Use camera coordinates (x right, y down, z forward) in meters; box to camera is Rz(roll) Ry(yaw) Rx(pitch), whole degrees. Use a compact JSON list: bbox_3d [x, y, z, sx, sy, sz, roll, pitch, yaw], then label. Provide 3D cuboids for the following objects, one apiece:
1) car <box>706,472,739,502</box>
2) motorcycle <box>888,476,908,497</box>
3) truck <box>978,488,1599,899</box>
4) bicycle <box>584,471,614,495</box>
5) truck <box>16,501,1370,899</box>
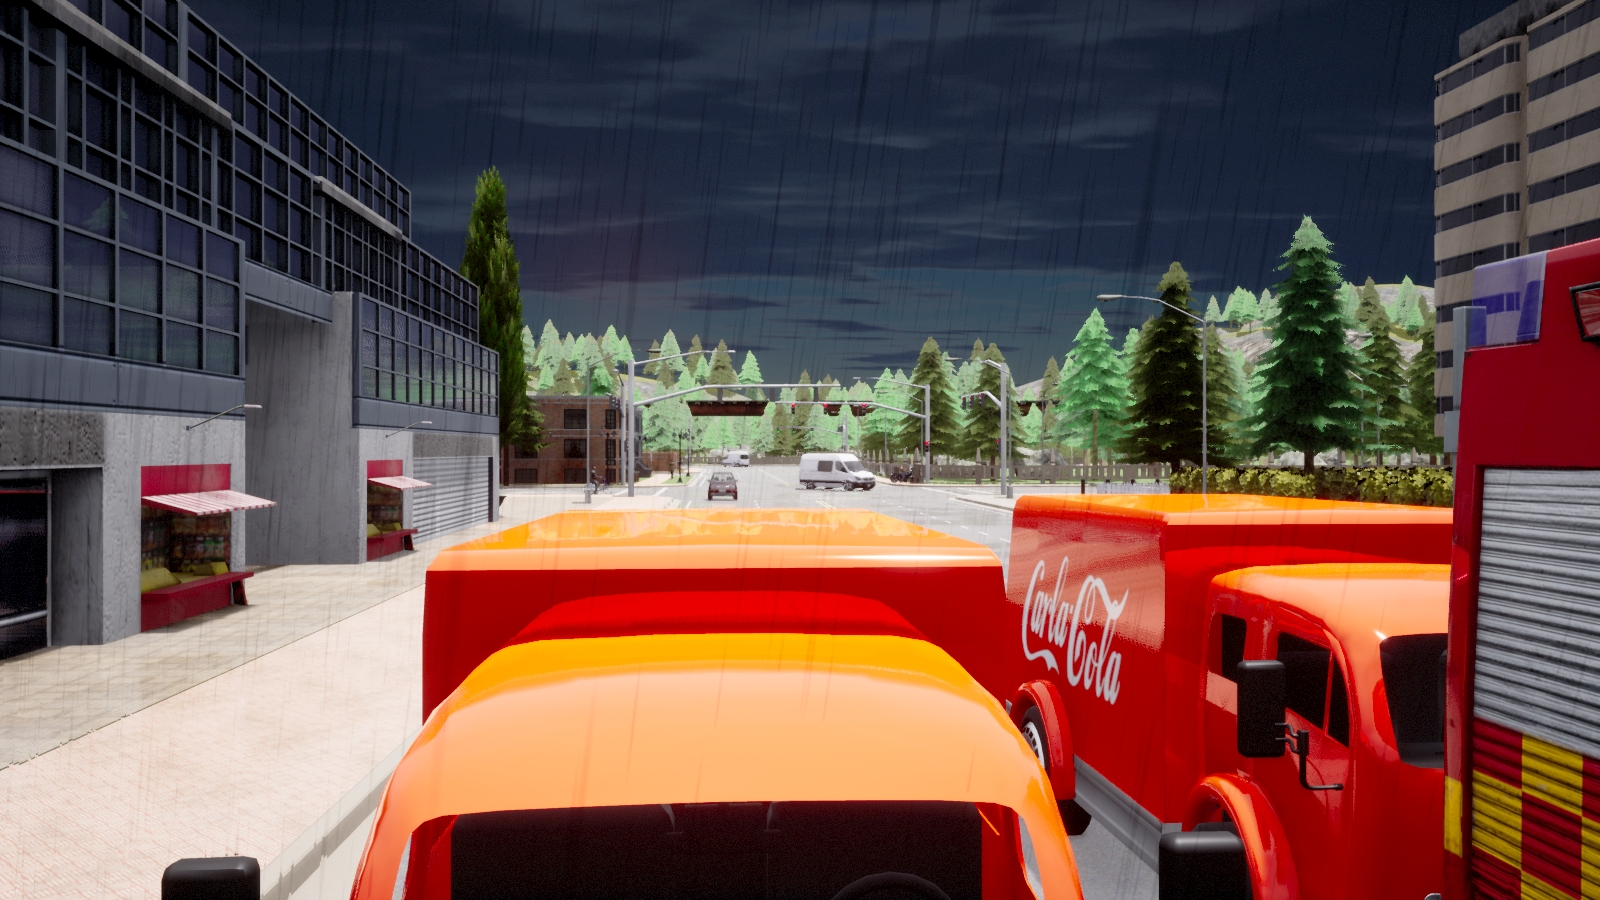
[{"bbox_3d":[-4.319,2.026,63.921,1.789,1.549,3.705,0,0,-4],"label":"car"},{"bbox_3d":[5.944,2.205,69.519,0.867,1.251,2.209,0,0,-4],"label":"motorcycle"},{"bbox_3d":[3.003,1.568,7.234,2.627,2.467,5.204,0,0,-4],"label":"truck"},{"bbox_3d":[-12.531,2.060,71.198,1.835,1.471,0.329,0,0,-11],"label":"bicycle"},{"bbox_3d":[-0.347,1.568,4.821,2.627,2.467,5.204,0,0,-4],"label":"truck"}]
